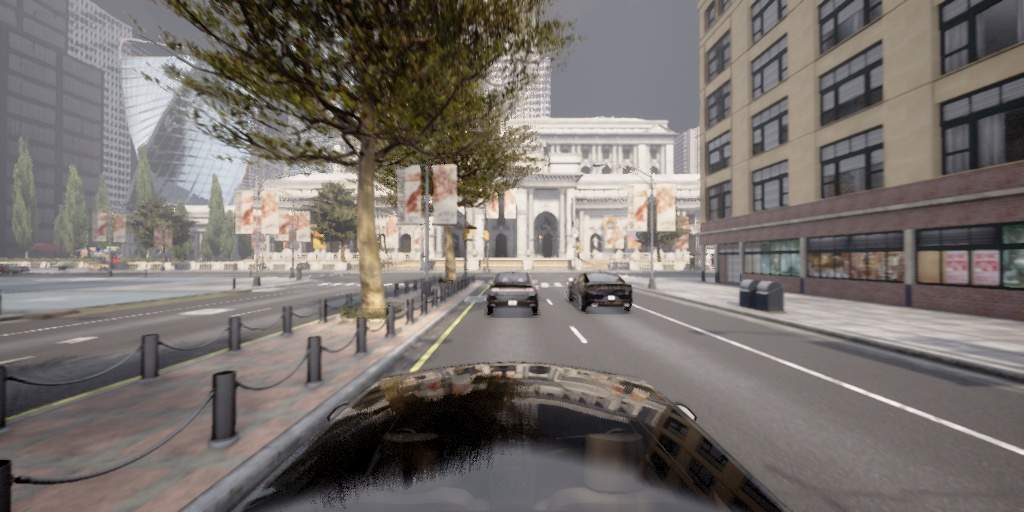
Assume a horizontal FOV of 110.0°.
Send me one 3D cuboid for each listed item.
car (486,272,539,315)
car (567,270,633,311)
[{"bbox_3d":[0.043,1.359,14.253,2.128,1.511,4.902,0,0,1],"label":"car"},{"bbox_3d":[3.549,1.354,15.194,1.882,1.535,5.008,0,-1,0],"label":"car"}]
